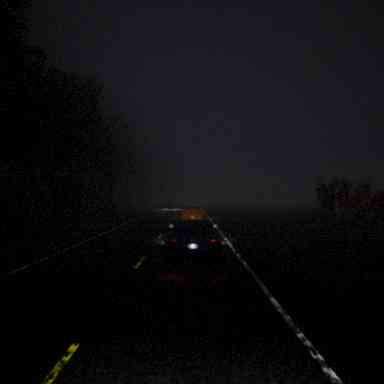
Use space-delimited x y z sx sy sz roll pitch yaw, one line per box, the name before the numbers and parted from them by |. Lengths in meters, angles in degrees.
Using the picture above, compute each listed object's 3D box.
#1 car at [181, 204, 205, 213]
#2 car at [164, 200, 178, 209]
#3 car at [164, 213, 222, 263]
car | 0.049 1.796 28.486 1.882 1.535 5.008 0 0 0
car | -3.570 2.146 56.665 1.812 1.442 4.674 0 -1 0
car | 0.047 1.708 12.571 1.994 1.385 4.181 0 -1 0
